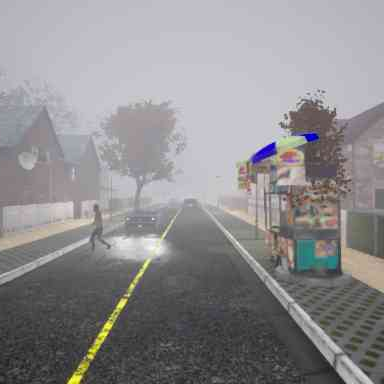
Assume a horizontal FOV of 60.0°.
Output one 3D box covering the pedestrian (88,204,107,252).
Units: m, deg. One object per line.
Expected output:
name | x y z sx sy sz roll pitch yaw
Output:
pedestrian | -3.525 1.305 12.445 0.375 1.860 0.375 1 -1 -1

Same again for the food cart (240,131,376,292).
food cart | 2.932 0.472 9.766 2.280 3.560 4.660 -1 -1 0

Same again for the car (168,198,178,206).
car | -3.132 1.763 57.929 2.033 1.411 5.357 0 0 0

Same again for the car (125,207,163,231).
car | -2.960 1.630 21.155 1.895 1.301 4.718 0 0 0

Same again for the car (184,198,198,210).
car | -0.153 1.636 45.751 1.837 1.490 4.892 0 0 0

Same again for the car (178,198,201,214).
car | -0.091 1.431 35.809 2.097 1.767 4.553 0 0 0
